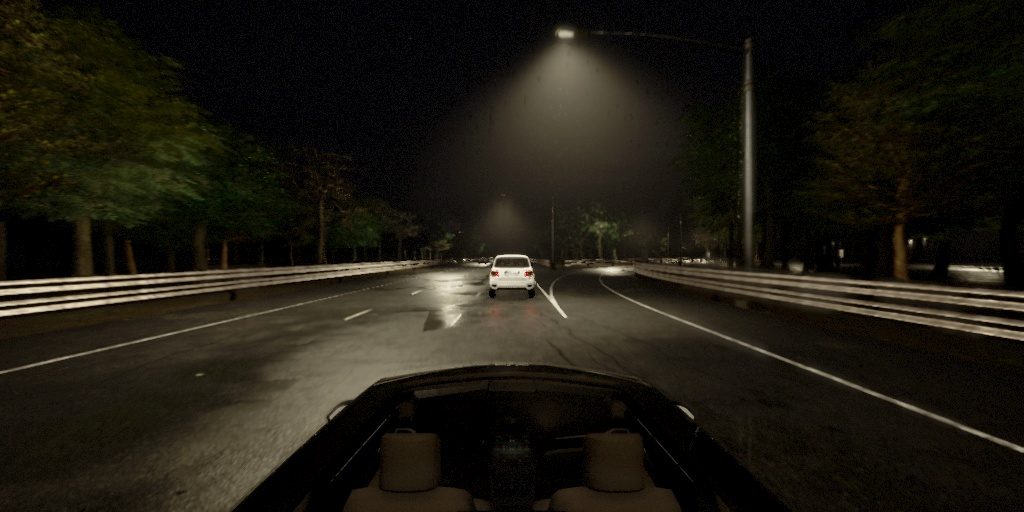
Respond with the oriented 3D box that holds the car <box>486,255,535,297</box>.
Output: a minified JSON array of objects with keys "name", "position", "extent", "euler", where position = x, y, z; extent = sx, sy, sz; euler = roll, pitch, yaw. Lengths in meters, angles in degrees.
[{"name":"car","position":[0.002,0.972,19.035],"extent":[2.150,2.045,5.566],"euler":[0,0,0]}]
